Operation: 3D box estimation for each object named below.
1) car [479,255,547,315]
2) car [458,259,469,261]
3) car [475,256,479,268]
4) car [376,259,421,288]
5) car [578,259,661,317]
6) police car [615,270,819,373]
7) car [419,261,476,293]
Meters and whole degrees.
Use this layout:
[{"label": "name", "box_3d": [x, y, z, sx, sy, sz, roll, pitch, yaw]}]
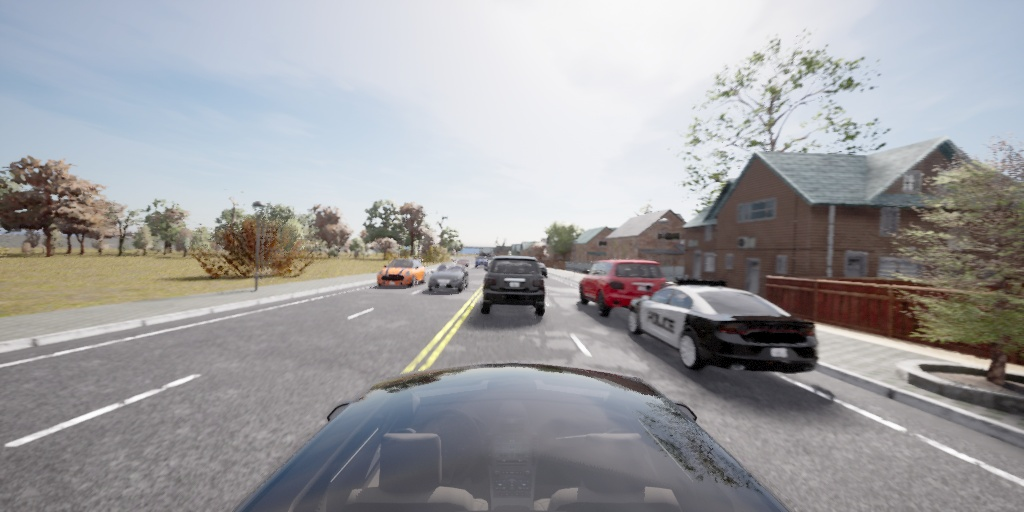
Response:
[{"label": "car", "box_3d": [0.038, 1.016, 14.163, 2.150, 2.045, 5.566, 2, 0, -1]}, {"label": "car", "box_3d": [-8.635, 1.211, 64.288, 1.882, 1.535, 5.008, 2, 0, -3]}, {"label": "car", "box_3d": [-5.213, 1.049, 61.878, 2.150, 2.045, 5.566, 2, 0, -3]}, {"label": "car", "box_3d": [-6.826, 0.965, 22.583, 2.097, 1.767, 4.553, 2, 0, -1]}, {"label": "car", "box_3d": [4.160, 1.149, 14.217, 2.150, 2.045, 5.566, 2, 0, -1]}, {"label": "police car", "box_3d": [4.212, 1.330, 8.259, 1.930, 1.638, 5.238, 2, 0, 0]}, {"label": "car", "box_3d": [-3.537, 1.200, 20.673, 2.128, 1.511, 4.902, 2, 0, -1]}]
